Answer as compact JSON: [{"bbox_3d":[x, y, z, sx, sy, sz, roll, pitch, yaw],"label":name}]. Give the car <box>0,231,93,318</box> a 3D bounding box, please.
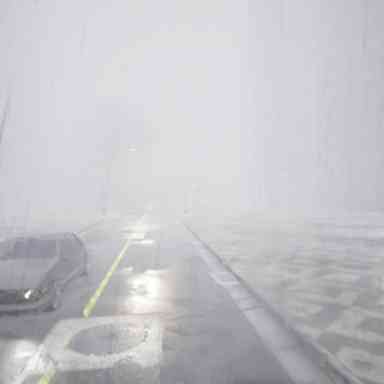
[{"bbox_3d":[-3.763,1.701,8.169,2.033,1.411,5.357,-1,-1,-6],"label":"car"}]
